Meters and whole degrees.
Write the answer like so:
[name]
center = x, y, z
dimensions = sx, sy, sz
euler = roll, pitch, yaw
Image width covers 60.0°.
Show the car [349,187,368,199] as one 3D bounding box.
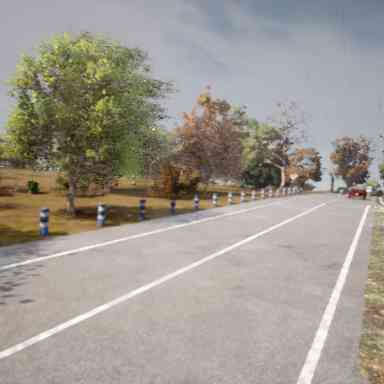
[car]
center = 20.985, 0.055, 42.001
dimensions = 1.882, 1.535, 5.008
euler = 5, 3, 29
